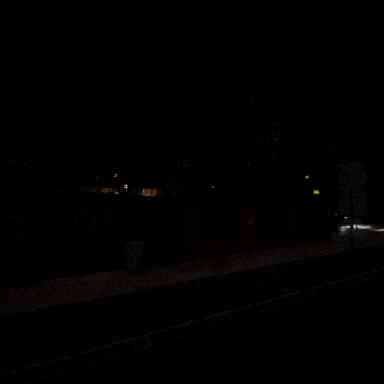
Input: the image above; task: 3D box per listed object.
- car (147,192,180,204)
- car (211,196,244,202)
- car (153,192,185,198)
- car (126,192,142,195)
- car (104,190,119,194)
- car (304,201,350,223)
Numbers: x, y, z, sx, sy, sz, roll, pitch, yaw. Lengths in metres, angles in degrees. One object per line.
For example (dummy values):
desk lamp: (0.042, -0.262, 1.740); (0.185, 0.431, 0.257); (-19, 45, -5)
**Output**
car: (-3.963, 0.741, 45.072); (2.033, 1.411, 5.357); (-2, 2, -35)
car: (3.283, 1.102, 29.386); (1.837, 1.490, 4.892); (-2, 2, -35)
car: (-2.366, 0.751, 37.571); (2.097, 1.767, 4.553); (-2, 2, -34)
car: (-8.005, 0.730, 45.810); (1.812, 1.442, 4.674); (-2, 2, -34)
car: (-14.877, 0.324, 60.866); (2.128, 1.511, 4.902); (-2, 2, -35)
car: (8.323, 1.341, 22.133); (1.994, 1.385, 4.181); (-2, 2, -37)
